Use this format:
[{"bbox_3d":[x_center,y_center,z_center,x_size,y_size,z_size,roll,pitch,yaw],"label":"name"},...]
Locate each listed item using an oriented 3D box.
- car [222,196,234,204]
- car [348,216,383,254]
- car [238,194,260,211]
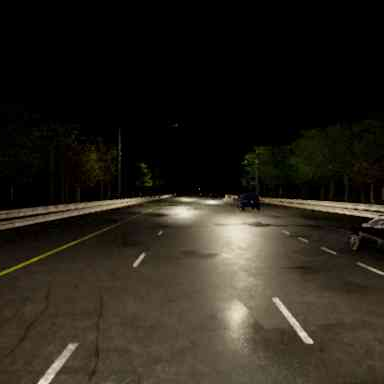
[{"bbox_3d":[7.156,1.603,65.449,1.812,1.442,4.674,0,0,0],"label":"car"},{"bbox_3d":[7.003,1.496,11.047,2.128,1.511,4.902,0,0,0],"label":"car"},{"bbox_3d":[7.052,1.265,41.481,2.150,2.045,5.566,0,0,0],"label":"car"}]
